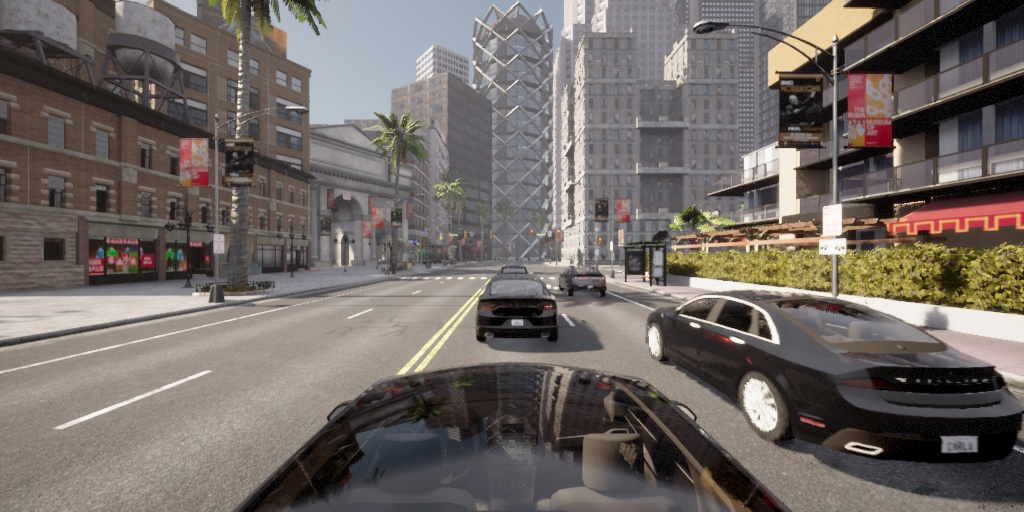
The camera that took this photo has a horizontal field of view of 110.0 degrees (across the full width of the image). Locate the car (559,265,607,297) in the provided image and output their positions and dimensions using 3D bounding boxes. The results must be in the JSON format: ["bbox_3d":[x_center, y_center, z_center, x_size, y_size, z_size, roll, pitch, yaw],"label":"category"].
[{"bbox_3d":[3.605,1.239,18.935,2.128,1.511,4.902,0,0,0],"label":"car"}]

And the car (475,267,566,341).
[{"bbox_3d":[0.110,1.227,9.884,1.882,1.535,5.008,0,0,0],"label":"car"}]

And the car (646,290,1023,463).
[{"bbox_3d":[3.622,1.257,5.333,1.837,1.490,4.892,0,1,0],"label":"car"}]
